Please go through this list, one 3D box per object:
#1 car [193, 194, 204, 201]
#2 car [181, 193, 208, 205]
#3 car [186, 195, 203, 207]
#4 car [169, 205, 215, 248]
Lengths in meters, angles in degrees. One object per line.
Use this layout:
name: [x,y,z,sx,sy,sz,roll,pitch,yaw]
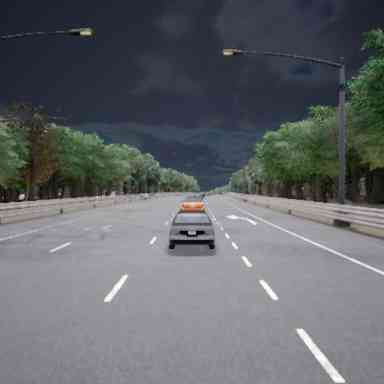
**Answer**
car: [1.367,1.140,68.989,1.994,1.385,4.181,0,0,3]
car: [0.089,1.172,29.817,2.097,1.767,4.553,0,1,1]
car: [0.400,1.198,44.971,2.128,1.511,4.902,0,0,2]
car: [-0.002,1.499,14.483,2.033,1.411,5.357,0,0,0]
